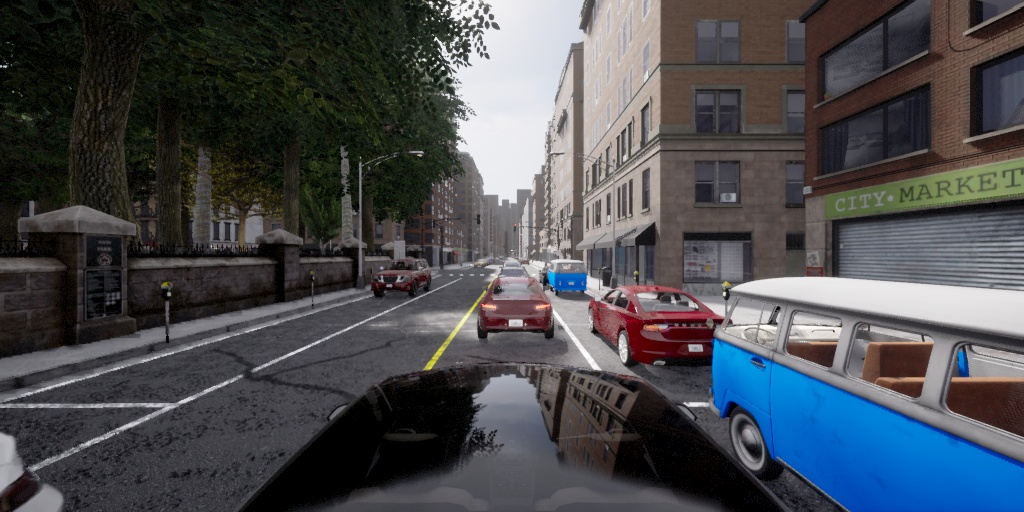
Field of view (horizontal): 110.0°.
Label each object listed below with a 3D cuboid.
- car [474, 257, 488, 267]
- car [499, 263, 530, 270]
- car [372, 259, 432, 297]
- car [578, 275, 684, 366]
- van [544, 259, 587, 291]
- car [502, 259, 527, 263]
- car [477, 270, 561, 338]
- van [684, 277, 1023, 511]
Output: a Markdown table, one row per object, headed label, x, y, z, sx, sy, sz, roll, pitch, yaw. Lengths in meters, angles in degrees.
| label | x | y | z | sx | sy | sz | roll | pitch | yaw |
| --- | --- | --- | --- | --- | --- | --- | --- | --- | --- |
| car | -5.651 | 1.230 | 62.606 | 1.751 | 1.417 | 4.829 | 0 | 0 | 0 |
| car | 0.102 | 1.292 | 19.585 | 2.033 | 1.411 | 5.357 | 0 | 0 | 1 |
| car | -5.663 | 1.060 | 19.087 | 2.192 | 1.841 | 5.009 | 0 | 0 | 0 |
| car | 2.858 | 1.294 | 7.804 | 1.888 | 1.381 | 4.507 | 0 | 0 | 0 |
| van | 2.861 | 1.086 | 19.125 | 1.690 | 1.789 | 3.998 | 0 | 0 | 0 |
| car | 0.011 | 1.243 | 29.329 | 1.837 | 1.490 | 4.892 | 0 | 0 | 0 |
| car | 0.097 | 1.275 | 10.006 | 1.812 | 1.442 | 4.674 | 0 | 0 | 0 |
| van | 2.857 | 1.091 | 2.143 | 1.690 | 1.789 | 3.998 | 0 | 0 | 0 |
